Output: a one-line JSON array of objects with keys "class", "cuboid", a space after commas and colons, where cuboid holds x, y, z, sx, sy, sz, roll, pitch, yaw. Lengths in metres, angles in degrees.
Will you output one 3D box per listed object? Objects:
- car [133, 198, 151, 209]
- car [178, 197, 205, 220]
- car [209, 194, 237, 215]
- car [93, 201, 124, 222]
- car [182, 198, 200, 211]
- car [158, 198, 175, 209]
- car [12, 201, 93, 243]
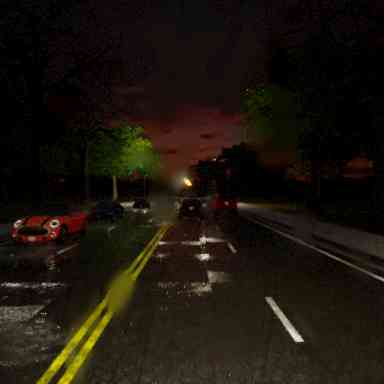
[{"class": "car", "cuboid": [-6.636, 1.538, 44.758, 1.994, 1.385, 4.181, 0, 0, 0]}, {"class": "car", "cuboid": [-0.033, 1.322, 28.247, 2.097, 1.767, 4.553, 0, 0, 0]}, {"class": "car", "cuboid": [3.251, 1.182, 33.632, 2.150, 2.045, 5.566, 0, 0, 0]}, {"class": "car", "cuboid": [-6.622, 1.460, 26.129, 1.882, 1.535, 5.008, 0, 0, 0]}, {"class": "car", "cuboid": [-0.081, 1.507, 41.275, 2.033, 1.411, 5.357, 0, 0, 0]}, {"class": "car", "cuboid": [-3.386, 1.533, 44.770, 1.994, 1.385, 4.181, 0, 0, 0]}, {"class": "car", "cuboid": [-6.636, 1.345, 16.023, 2.097, 1.767, 4.553, 0, 0, 0]}]
